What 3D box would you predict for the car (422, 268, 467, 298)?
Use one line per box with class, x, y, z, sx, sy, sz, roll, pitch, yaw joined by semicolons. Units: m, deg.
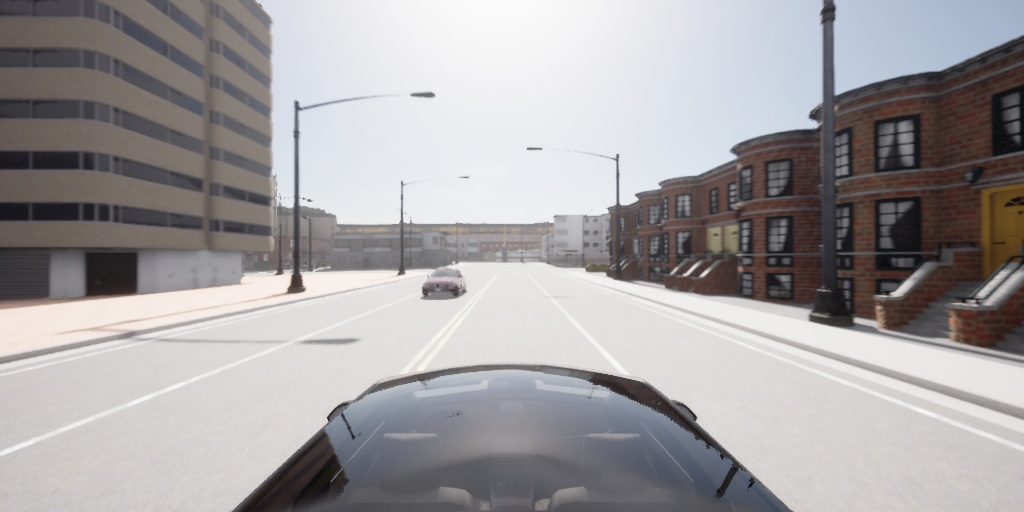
car;-3.594;1.392;19.687;1.812;1.442;4.674;0;0;0
